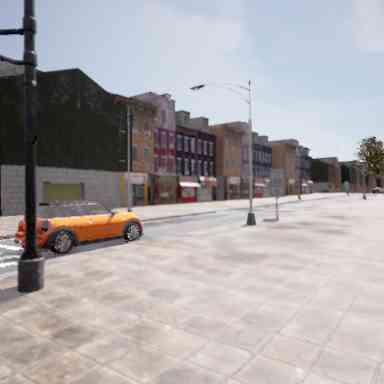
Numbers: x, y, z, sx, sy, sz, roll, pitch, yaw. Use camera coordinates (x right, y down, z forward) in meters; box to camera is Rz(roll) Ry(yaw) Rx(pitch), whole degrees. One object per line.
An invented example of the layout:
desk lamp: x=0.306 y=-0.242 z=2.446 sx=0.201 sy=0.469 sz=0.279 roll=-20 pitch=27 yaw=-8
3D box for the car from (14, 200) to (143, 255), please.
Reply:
car: x=-3.944 y=1.086 z=12.378 sx=2.097 sy=1.767 sz=4.553 roll=-1 pitch=0 yaw=36

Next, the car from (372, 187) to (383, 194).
car: x=43.312 y=-0.284 z=77.703 sx=1.837 sy=1.490 sz=4.892 roll=-1 pitch=0 yaw=36
